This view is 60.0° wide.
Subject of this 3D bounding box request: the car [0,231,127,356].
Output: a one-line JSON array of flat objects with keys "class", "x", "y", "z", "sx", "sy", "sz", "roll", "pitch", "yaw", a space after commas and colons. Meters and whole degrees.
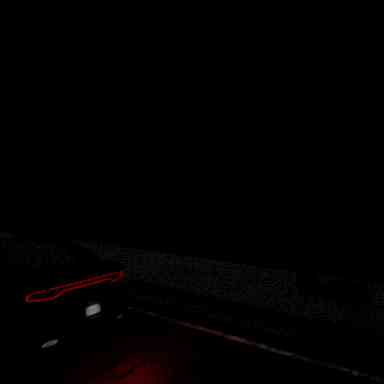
[{"class": "car", "x": -3.377, "y": 1.461, "z": 6.065, "sx": 5.008, "sy": 1.535, "sz": 1.882, "roll": 1, "pitch": 0, "yaw": 36}]
